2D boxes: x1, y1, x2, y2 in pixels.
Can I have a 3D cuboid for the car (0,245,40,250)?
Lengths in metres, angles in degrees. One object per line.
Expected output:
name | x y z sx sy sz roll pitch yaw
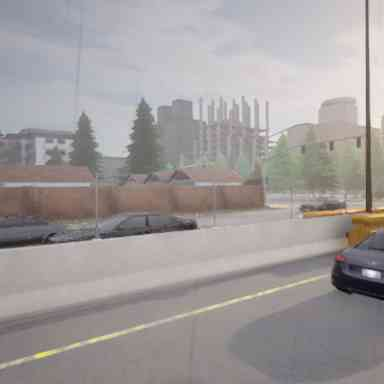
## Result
car | -6.683 1.538 12.120 4.181 1.385 1.994 -1 1 -35

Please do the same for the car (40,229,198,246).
car | -2.079 1.399 11.098 5.008 1.535 1.882 -1 1 -35

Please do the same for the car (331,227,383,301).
car | 4.915 1.429 7.240 4.181 1.385 1.994 -1 1 -35
